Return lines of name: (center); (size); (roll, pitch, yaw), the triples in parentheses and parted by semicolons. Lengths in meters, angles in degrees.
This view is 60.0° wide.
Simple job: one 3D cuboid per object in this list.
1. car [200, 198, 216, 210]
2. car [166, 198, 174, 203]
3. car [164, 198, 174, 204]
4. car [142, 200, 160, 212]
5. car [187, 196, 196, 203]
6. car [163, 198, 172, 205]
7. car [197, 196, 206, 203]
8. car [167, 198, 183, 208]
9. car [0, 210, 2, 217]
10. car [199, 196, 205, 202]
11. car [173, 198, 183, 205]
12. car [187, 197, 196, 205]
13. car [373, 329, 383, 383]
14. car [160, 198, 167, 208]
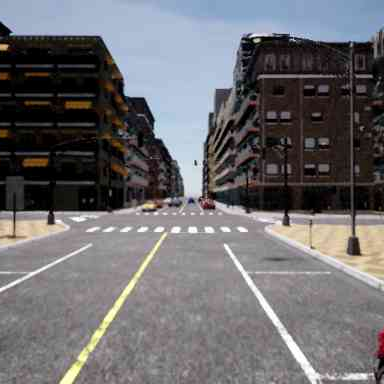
car: (2.633, 1.958, 50.644); (1.887, 1.381, 4.507); (1, 0, 0)
car: (-5.798, 2.280, 89.310); (1.887, 1.381, 4.507); (1, 0, 0)
car: (-5.791, 2.240, 83.787); (2.008, 1.369, 4.403); (1, 0, 0)
car: (-5.740, 1.892, 44.954); (1.752, 1.417, 4.829); (1, 0, 0)
car: (-0.111, 2.001, 86.878); (2.097, 1.767, 4.553); (0, 0, 0)
car: (-5.783, 2.167, 78.094); (1.752, 1.417, 4.829); (1, 0, 0)
car: (2.585, 2.050, 89.310); (2.192, 1.841, 5.009); (1, 0, 0)
car: (-3.120, 2.040, 58.311); (1.994, 1.385, 4.181); (0, 0, 0)
car: (-17.285, 1.472, 25.987); (4.507, 1.381, 1.887); (1, -2, 0)
car: (2.627, 1.898, 56.168); (1.967, 1.590, 4.097); (1, 0, 0)
car: (-3.095, 2.160, 74.198); (1.994, 1.385, 4.181); (0, 0, 0)
car: (-0.098, 2.154, 76.900); (1.812, 1.442, 4.674); (0, 0, 0)
car: (2.695, 1.559, 1.609); (1.887, 1.381, 4.507); (1, 0, 0)
car: (-5.755, 2.004, 56.170); (1.887, 1.381, 4.507); (1, 0, 0)
